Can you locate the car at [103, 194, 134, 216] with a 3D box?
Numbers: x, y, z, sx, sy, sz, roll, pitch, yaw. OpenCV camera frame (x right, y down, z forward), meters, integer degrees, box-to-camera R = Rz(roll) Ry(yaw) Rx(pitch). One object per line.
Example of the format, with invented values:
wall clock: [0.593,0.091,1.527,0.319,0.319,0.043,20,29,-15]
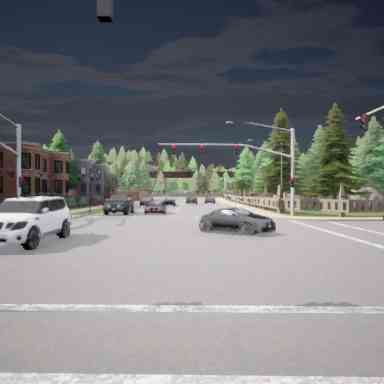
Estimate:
car: [-7.133,1.222,32.996,2.150,2.045,5.566,0,0,0]

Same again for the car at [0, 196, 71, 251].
car: [-7.115,1.221,14.493,2.150,2.045,5.566,0,0,0]

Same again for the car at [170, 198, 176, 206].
car: [-3.584,1.601,53.130,1.895,1.301,4.718,0,0,1]

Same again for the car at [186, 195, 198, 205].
car: [-0.063,1.352,60.224,2.097,1.767,4.553,0,0,0]

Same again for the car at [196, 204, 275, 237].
car: [2.403,1.564,18.283,4.181,1.385,1.994,0,0,38]

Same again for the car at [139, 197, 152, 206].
car: [-7.089,1.477,52.668,1.882,1.535,5.008,0,0,1]

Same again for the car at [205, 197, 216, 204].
car: [3.532,1.564,65.205,1.994,1.385,4.181,0,0,0]

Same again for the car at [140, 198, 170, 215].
car: [-3.631,1.564,33.459,1.994,1.385,4.181,0,0,0]
